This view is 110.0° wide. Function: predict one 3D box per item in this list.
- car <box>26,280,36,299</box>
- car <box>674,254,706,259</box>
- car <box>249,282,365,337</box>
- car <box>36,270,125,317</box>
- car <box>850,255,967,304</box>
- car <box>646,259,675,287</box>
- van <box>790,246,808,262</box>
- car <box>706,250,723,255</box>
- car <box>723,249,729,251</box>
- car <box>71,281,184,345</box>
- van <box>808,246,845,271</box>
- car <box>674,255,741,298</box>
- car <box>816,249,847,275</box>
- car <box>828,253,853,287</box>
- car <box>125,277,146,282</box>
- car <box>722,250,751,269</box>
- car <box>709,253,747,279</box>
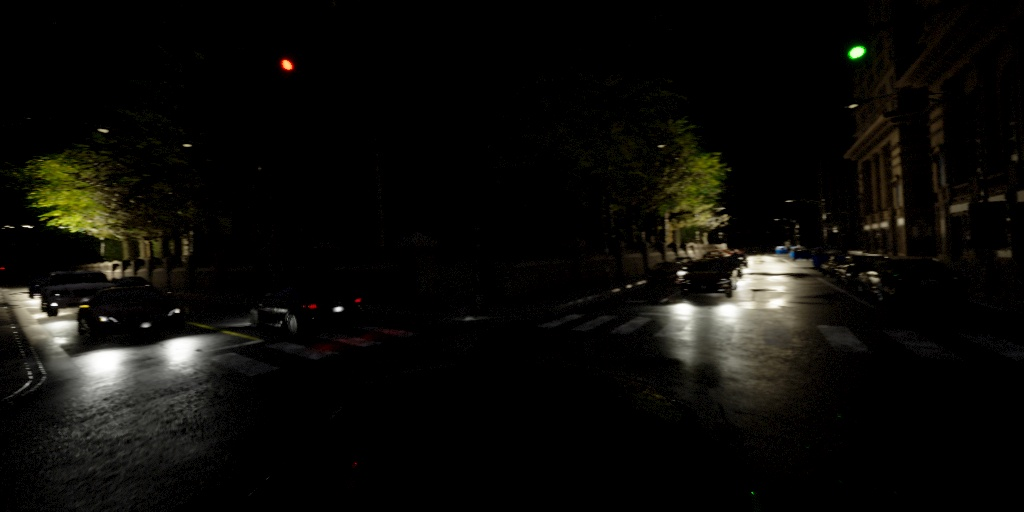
[{"bbox_3d":[-37.529,2.552,28.981,5.008,1.535,1.882,-2,0,35],"label":"car"},{"bbox_3d":[12.386,0.800,25.805,1.967,1.591,4.097,0,0,35],"label":"car"},{"bbox_3d":[-6.479,1.525,11.240,4.181,1.385,1.994,-2,0,36],"label":"car"},{"bbox_3d":[-21.532,1.743,17.816,5.566,2.045,2.150,-2,0,35],"label":"car"},{"bbox_3d":[13.220,0.747,12.025,1.948,1.339,4.313,0,0,35],"label":"car"},{"bbox_3d":[9.307,1.021,21.346,2.007,1.370,4.403,0,0,35],"label":"car"},{"bbox_3d":[34.772,-0.263,43.243,1.690,1.789,3.998,0,0,35],"label":"van"},{"bbox_3d":[21.623,0.464,39.185,1.967,1.591,4.097,0,0,35],"label":"car"},{"bbox_3d":[24.701,0.225,43.644,2.192,1.841,5.009,0,0,35],"label":"car"},{"bbox_3d":[-12.049,1.702,11.254,4.674,1.442,1.812,-2,0,35],"label":"car"},{"bbox_3d":[22.457,0.190,25.404,1.690,1.789,3.998,0,0,35],"label":"van"},{"bbox_3d":[8.996,0.912,16.266,1.882,1.535,5.008,-3,-1,35],"label":"car"},{"bbox_3d":[19.475,0.486,21.084,1.751,1.417,4.829,0,0,35],"label":"car"},{"bbox_3d":[16.299,0.637,16.484,1.948,1.339,4.313,0,0,35],"label":"car"},{"bbox_3d":[-27.732,2.251,26.011,4.674,1.442,1.812,-2,0,35],"label":"car"},{"bbox_3d":[22.011,0.490,35.091,1.812,1.442,4.674,-3,-1,35],"label":"car"},{"bbox_3d":[14.567,0.761,24.328,1.812,1.442,4.674,-3,-1,35],"label":"car"}]
